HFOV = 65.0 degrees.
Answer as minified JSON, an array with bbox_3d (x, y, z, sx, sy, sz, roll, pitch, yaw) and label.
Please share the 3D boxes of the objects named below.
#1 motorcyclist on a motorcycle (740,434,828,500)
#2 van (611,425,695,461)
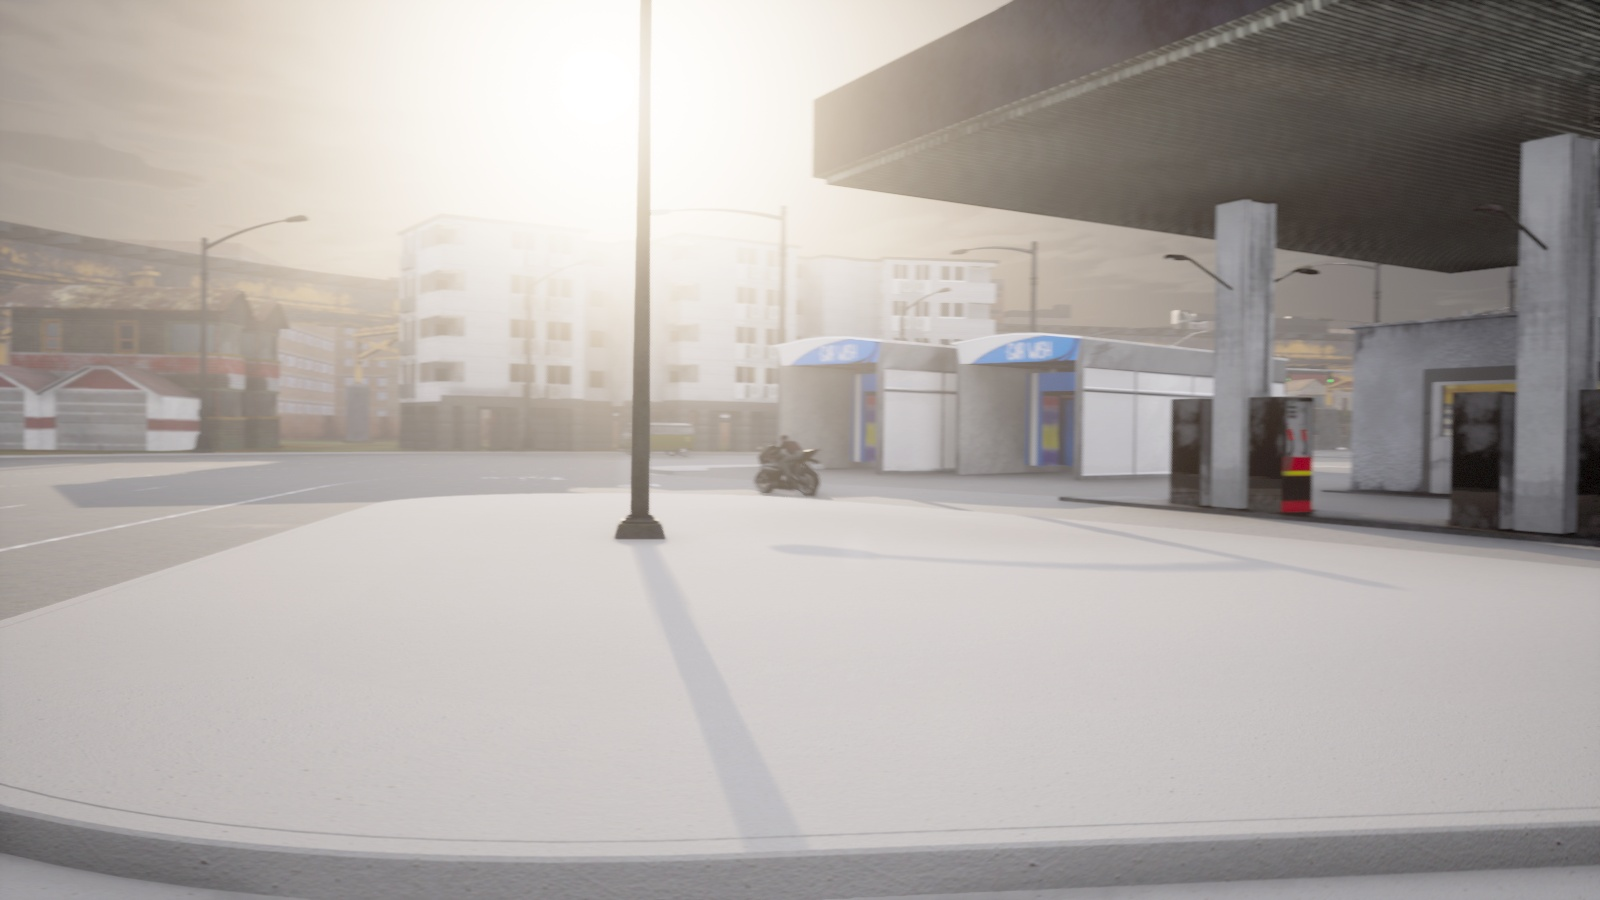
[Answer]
[{"bbox_3d":[-0.415,0.392,30.699,0.866,1.530,2.191,-1,1,-44],"label":"motorcyclist on a motorcycle"},{"bbox_3d":[-8.428,-0.429,72.063,4.442,1.987,1.775,-1,1,-35],"label":"van"}]
